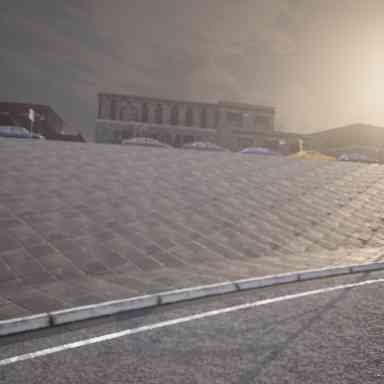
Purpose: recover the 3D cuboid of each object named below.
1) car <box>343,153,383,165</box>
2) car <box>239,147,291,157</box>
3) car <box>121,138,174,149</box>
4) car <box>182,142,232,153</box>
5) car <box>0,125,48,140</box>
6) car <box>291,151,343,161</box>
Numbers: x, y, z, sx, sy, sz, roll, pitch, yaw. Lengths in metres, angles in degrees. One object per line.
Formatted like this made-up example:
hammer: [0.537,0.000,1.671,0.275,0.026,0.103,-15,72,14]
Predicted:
car: [17.591,-3.217,35.185,4.553,1.767,2.185,3,-1,-13]
car: [6.807,-3.609,32.701,4.674,1.452,2.002,3,-1,-11]
car: [-4.058,-4.171,30.672,4.892,1.521,2.231,2,-1,-10]
car: [1.371,-3.920,31.633,4.892,1.521,2.231,3,-1,-10]
car: [-14.820,-4.770,28.784,4.553,1.767,2.185,2,-1,-10]
car: [12.222,-3.371,33.887,5.008,1.535,2.097,3,-1,-12]
